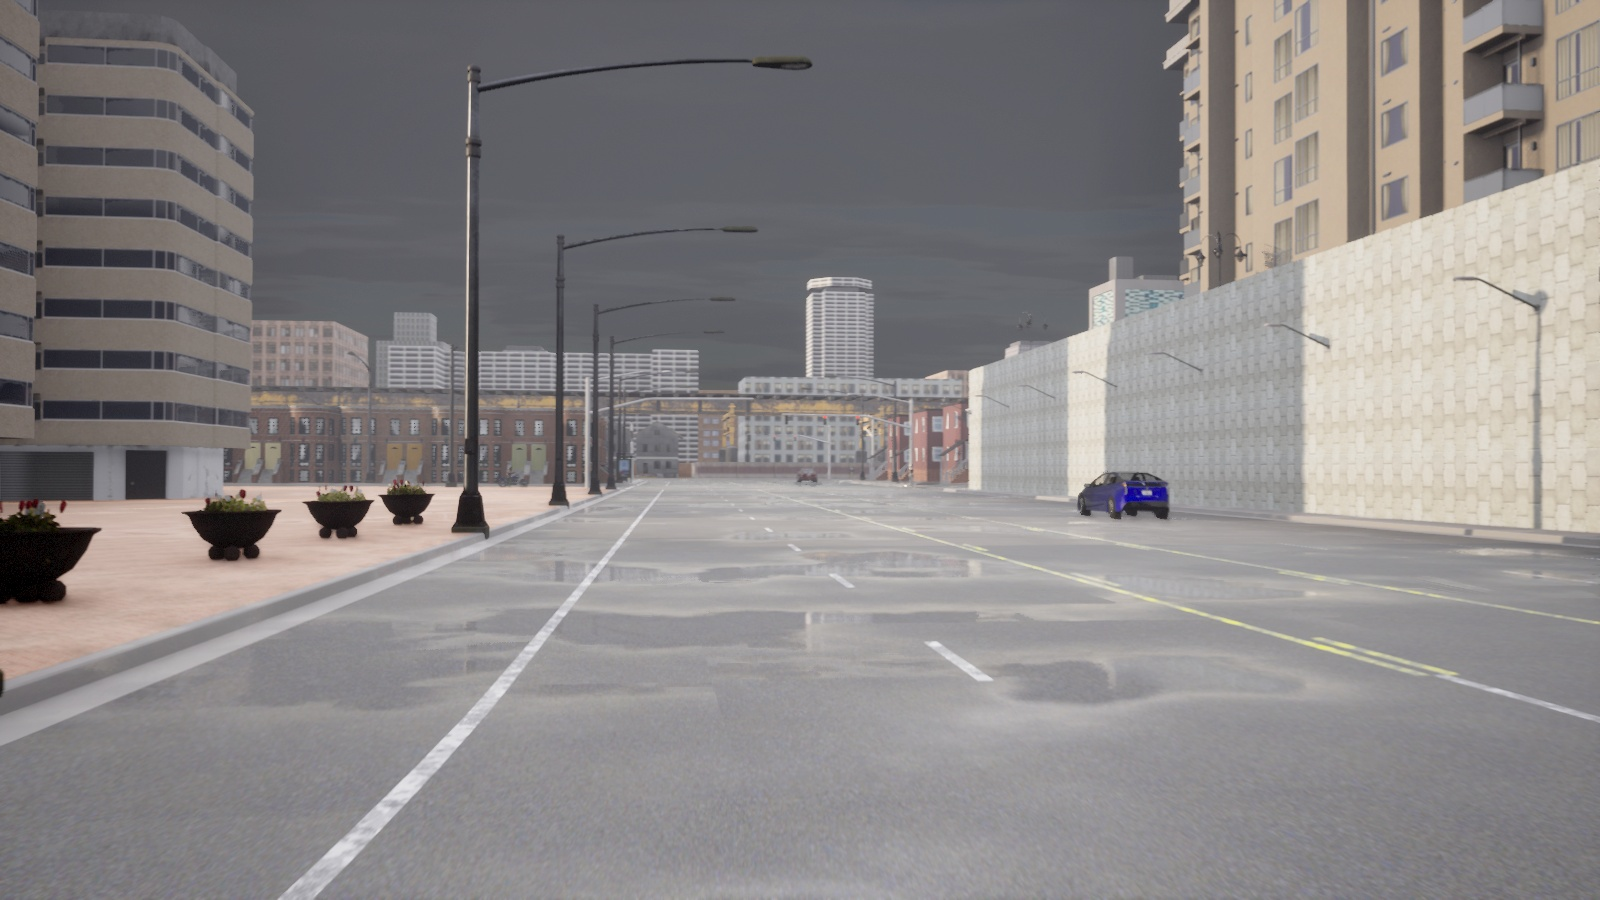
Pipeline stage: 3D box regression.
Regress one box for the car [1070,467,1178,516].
[{"bbox_3d":[10.598,1.339,41.451,2.007,1.525,4.514,0,-1,-5],"label":"car"}]
